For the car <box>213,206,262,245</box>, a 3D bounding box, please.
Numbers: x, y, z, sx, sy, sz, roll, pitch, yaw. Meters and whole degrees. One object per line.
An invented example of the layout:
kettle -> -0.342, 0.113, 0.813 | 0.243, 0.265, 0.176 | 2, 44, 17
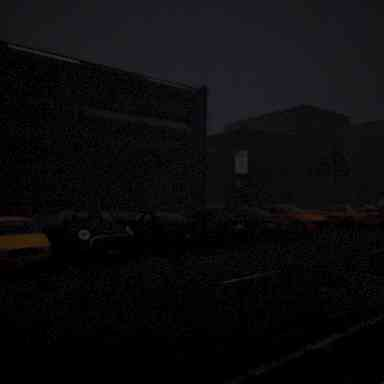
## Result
car -> 0.686, 1.508, 15.806 | 2.163, 1.488, 4.792 | 0, 0, -35

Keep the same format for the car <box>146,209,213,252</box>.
car -> -1.570, 1.480, 14.181 | 2.097, 1.535, 5.008 | 0, 0, -35

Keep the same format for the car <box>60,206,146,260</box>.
car -> -3.865, 1.355, 12.615 | 2.185, 1.767, 4.553 | 0, 0, -35

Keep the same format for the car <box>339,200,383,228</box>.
car -> 9.797, 1.474, 22.390 | 1.946, 1.575, 5.366 | 0, 0, -35

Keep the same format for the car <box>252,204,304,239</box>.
car -> 2.974, 1.477, 17.384 | 2.231, 1.521, 4.892 | 0, 0, -35

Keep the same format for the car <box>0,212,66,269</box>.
car -> -5.916, 1.477, 10.912 | 1.946, 1.575, 5.366 | 0, 0, -35

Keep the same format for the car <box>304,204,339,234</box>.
car -> 5.352, 1.474, 19.051 | 2.097, 1.535, 5.008 | 0, 0, -35

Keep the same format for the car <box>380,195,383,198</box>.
car -> 18.911, 1.305, 28.524 | 2.435, 2.045, 5.566 | 1, 0, -35
